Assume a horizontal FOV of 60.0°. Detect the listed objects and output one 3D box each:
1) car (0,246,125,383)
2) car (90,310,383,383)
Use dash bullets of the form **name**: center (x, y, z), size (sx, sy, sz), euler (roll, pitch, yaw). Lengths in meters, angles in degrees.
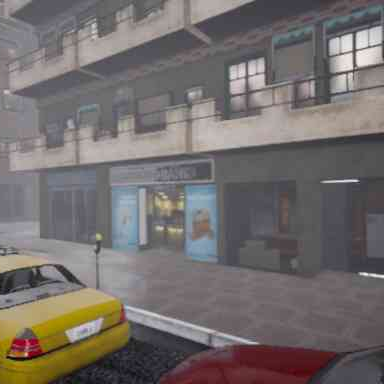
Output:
- **car**: center (-3.083, 1.521, 5.095), size (4.829, 1.417, 1.752), euler (0, -1, 36)
- **car**: center (1.548, 1.582, 1.784), size (4.206, 1.307, 1.802), euler (0, -1, 36)
